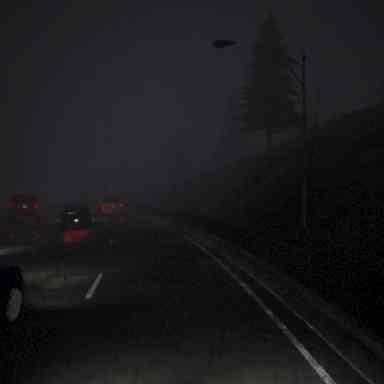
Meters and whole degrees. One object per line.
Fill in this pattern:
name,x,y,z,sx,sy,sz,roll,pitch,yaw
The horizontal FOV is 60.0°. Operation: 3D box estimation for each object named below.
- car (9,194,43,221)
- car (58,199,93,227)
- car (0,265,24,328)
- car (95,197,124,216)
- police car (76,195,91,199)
car,-13.355,1.162,26.780,2.150,2.045,5.566,0,0,-25
car,-7.746,1.442,22.182,1.837,1.490,4.892,0,0,-20
car,-3.768,1.476,3.862,1.882,1.535,5.008,0,0,-4
car,-7.849,1.251,31.325,2.097,1.767,4.553,0,0,-23
police car,-14.758,1.293,45.427,1.930,1.638,5.238,0,0,-26
